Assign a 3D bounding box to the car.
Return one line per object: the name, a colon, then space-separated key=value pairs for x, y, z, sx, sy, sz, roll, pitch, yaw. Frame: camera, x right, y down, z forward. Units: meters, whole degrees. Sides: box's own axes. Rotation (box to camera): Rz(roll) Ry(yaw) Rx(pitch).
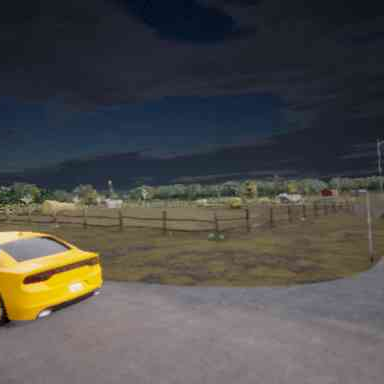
car: x=-4.204 y=1.631 z=7.324 sx=5.008 sy=1.535 sz=1.882 roll=-1 pitch=2 yaw=32
